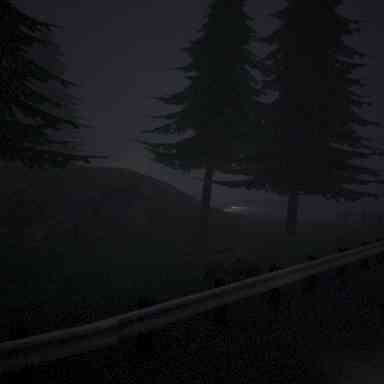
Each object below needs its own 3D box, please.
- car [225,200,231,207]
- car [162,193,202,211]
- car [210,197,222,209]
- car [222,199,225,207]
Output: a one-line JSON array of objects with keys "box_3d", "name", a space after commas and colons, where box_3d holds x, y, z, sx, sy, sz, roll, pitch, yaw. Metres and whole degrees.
[{"box_3d": [3.680, 1.525, 49.381, 4.181, 1.385, 1.994, 0, 0, 36], "name": "car"}, {"box_3d": [-0.874, 1.321, 39.721, 4.553, 1.767, 2.097, 0, 0, 36], "name": "car"}, {"box_3d": [0.995, 1.494, 42.687, 4.674, 1.442, 1.812, 0, 0, 36], "name": "car"}, {"box_3d": [1.388, 1.181, 46.720, 5.566, 2.045, 2.150, 0, 0, 36], "name": "car"}]
